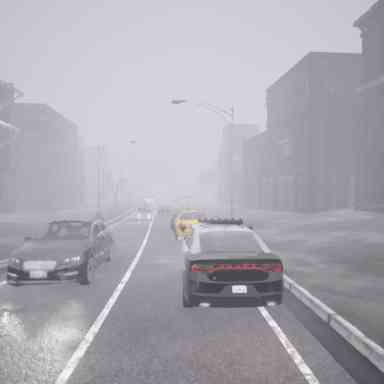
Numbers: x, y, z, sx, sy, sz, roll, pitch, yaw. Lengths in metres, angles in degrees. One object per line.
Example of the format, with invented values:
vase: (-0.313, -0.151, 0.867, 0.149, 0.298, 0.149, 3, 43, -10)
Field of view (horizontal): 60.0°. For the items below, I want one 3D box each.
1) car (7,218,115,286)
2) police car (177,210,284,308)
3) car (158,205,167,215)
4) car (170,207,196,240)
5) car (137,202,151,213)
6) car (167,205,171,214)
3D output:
car: (-3.480, 1.556, 9.670, 2.128, 1.511, 4.902, 0, -1, -3)
police car: (0.676, 1.465, 8.198, 1.930, 1.638, 5.238, 0, -1, -3)
car: (-3.802, 2.453, 47.031, 1.895, 1.301, 4.718, 0, 0, -5)
car: (-0.074, 1.671, 18.373, 1.801, 1.575, 5.366, 0, -1, -5)
car: (-7.357, 2.363, 51.205, 1.837, 1.490, 4.892, 0, 0, -6)
car: (-0.642, 1.858, 24.191, 1.882, 1.535, 5.008, 0, -2, -6)
